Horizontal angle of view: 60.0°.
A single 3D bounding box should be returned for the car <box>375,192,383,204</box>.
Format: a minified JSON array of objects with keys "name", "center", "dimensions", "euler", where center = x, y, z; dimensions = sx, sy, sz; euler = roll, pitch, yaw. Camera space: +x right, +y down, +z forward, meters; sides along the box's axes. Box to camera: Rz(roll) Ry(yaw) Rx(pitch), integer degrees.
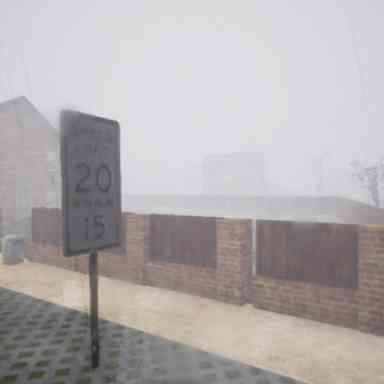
[{"name":"car","center":[26.442,0.703,45.024],"dimensions":[2.097,1.767,4.553],"euler":[-1,0,14]}]
